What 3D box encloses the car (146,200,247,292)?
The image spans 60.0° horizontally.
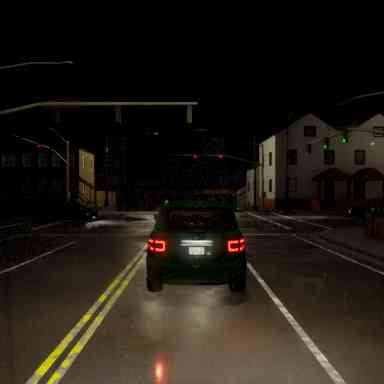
[{"bbox_3d":[0.090,1.221,9.070,2.150,2.045,5.566,0,0,0],"label":"car"}]

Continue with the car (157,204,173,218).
[{"bbox_3d":[-3.594,2.597,45.340,1.812,1.442,4.674,0,-9,0],"label":"car"}]

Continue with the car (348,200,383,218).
[{"bbox_3d":[16.562,1.491,29.798,4.902,1.511,2.128,0,0,-1],"label":"car"}]

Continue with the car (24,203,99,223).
[{"bbox_3d":[-9.885,1.507,25.162,5.357,1.411,2.033,0,0,10],"label":"car"}]
